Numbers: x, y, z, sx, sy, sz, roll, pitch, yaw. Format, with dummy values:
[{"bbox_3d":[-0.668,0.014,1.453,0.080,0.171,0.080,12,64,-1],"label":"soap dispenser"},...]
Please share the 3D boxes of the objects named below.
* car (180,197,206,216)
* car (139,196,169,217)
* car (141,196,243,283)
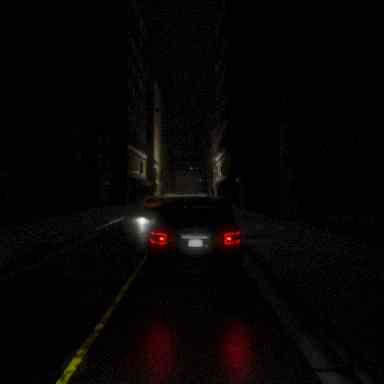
[{"bbox_3d":[0.090,1.197,29.102,2.033,1.411,5.357,0,1,0],"label":"car"},{"bbox_3d":[-3.096,1.140,28.049,1.882,1.535,5.008,0,1,0],"label":"car"},{"bbox_3d":[0.069,1.108,9.468,2.150,2.045,5.566,0,1,0],"label":"car"}]
